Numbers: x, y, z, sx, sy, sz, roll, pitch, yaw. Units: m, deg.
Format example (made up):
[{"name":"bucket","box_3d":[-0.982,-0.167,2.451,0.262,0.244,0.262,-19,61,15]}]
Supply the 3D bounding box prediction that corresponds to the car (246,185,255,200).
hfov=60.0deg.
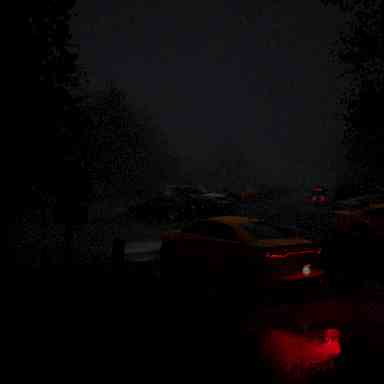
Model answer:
[{"name":"car","box_3d":[3.433,0.355,34.897,5.366,1.575,1.946,1,3,24]}]

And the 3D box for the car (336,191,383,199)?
[{"name":"car","box_3d":[9.965,1.039,16.927,4.553,1.767,2.185,1,3,24]}]

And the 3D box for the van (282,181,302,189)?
[{"name":"van","box_3d":[24.997,-1.765,82.978,4.442,1.987,1.878,1,2,24]}]

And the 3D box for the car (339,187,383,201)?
[{"name":"car","box_3d":[20.074,0.146,39.556,4.792,1.488,2.163,1,3,24]}]

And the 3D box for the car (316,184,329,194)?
[{"name":"car","box_3d":[22.386,-0.552,56.907,1.882,1.535,5.008,1,2,24]}]

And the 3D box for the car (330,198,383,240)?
[{"name":"car","box_3d":[8.802,1.283,14.420,5.008,1.535,2.097,1,3,24]}]

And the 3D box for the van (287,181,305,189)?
[{"name":"van","box_3d":[28.386,-1.977,90.565,4.442,1.987,1.878,1,1,24]}]

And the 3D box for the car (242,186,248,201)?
[{"name":"car","box_3d":[2.476,0.482,32.288,4.892,1.521,2.231,1,3,24]}]

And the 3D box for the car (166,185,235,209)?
[{"name":"car","box_3d":[0.232,0.469,27.202,5.566,2.045,2.435,1,3,24]}]

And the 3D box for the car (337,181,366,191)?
[{"name":"car","box_3d":[34.754,-1.387,72.539,5.566,2.045,2.435,1,2,24]}]

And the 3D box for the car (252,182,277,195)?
[{"name":"car","box_3d":[9.287,-0.324,47.460,4.553,1.767,2.185,1,3,24]}]

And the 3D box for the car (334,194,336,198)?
[{"name":"car","box_3d":[10.989,1.079,19.372,4.792,1.488,2.163,1,3,24]}]

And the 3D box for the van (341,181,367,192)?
[{"name":"van","box_3d":[31.498,-1.073,64.899,4.442,1.987,1.878,1,2,24]}]

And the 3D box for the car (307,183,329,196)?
[{"name":"car","box_3d":[18.188,-0.184,47.512,2.128,1.511,4.902,1,2,24]}]

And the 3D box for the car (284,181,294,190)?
[{"name":"car","box_3d":[15.879,-0.780,62.749,5.366,1.575,1.946,1,2,24]}]

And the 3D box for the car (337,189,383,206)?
[{"name":"car","box_3d":[16.636,0.483,32.004,4.792,1.488,2.163,1,3,24]}]

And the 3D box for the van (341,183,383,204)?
[{"name":"van","box_3d":[17.948,0.108,34.573,4.442,1.987,1.878,1,3,24]}]

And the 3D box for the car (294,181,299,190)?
[{"name":"car","box_3d":[19.275,-1.066,70.349,5.366,1.575,1.946,1,2,24]}]

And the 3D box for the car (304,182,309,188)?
[{"name":"car","box_3d":[26.261,-1.883,85.451,5.566,2.045,2.435,1,2,24]}]

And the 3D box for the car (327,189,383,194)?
[{"name":"car","box_3d":[13.105,0.806,24.488,5.366,1.575,1.946,1,3,24]}]

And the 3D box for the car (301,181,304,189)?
[{"name":"car","box_3d":[22.835,-1.347,77.875,5.008,1.535,2.097,1,2,24]}]

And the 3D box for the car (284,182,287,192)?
[{"name":"car","box_3d":[12.626,-0.458,55.087,4.792,1.488,2.163,1,2,24]}]

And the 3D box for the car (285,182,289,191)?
[{"name":"car","box_3d":[13.758,-0.554,57.620,4.792,1.488,2.163,1,2,24]}]

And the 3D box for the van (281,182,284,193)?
[{"name":"van","box_3d":[11.628,-0.616,52.485,4.442,1.987,1.878,1,2,24]}]

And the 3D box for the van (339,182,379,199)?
[{"name":"van","box_3d":[21.071,-0.212,42.112,4.442,1.987,1.878,1,2,24]}]

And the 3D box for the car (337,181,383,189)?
[{"name":"car","box_3d":[15.558,0.322,29.442,5.566,2.045,2.435,1,3,24]}]

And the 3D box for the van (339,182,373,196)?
[{"name":"van","box_3d":[24.457,-0.501,49.713,4.442,1.987,1.878,1,2,24]}]

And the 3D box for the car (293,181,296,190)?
[{"name":"car","box_3d":[17.186,-0.868,65.204,4.892,1.521,2.231,1,2,24]}]

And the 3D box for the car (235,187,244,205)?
[{"name":"car","box_3d":[1.508,0.600,29.682,5.366,1.575,1.946,1,3,24]}]

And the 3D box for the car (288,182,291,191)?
[{"name":"car","box_3d":[14.890,-0.649,60.154,4.792,1.488,2.163,1,2,24]}]

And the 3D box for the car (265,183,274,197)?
[{"name":"car","box_3d":[7.166,0.011,42.341,5.366,1.575,1.946,1,3,24]}]

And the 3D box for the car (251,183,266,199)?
[{"name":"car","box_3d":[5.746,0.113,40.072,5.366,1.575,1.946,1,3,24]}]

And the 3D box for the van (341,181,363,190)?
[{"name":"van","box_3d":[36.016,-1.454,75.009,4.442,1.987,1.878,1,2,24]}]

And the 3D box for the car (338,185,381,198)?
[{"name":"car","box_3d":[22.310,-0.083,44.617,5.008,1.535,2.097,1,2,24]}]

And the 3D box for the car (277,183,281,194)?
[{"name":"car","box_3d":[10.416,-0.266,49.997,4.792,1.488,2.163,1,2,24]}]

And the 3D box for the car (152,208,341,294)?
[{"name":"car","box_3d":[0.940,1.361,8.597,1.882,1.535,5.008,2,-1,-32]}]

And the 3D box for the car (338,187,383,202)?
[{"name":"car","box_3d":[18.998,0.248,37.148,4.792,1.488,2.163,1,3,24]}]

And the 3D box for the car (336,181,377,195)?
[{"name":"car","box_3d":[25.668,-0.621,52.203,5.566,2.045,2.435,1,2,24]}]

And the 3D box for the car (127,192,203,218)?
[{"name":"car","box_3d":[-2.084,0.988,22.175,4.792,1.488,2.163,1,3,24]}]

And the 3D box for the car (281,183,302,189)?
[{"name":"car","box_3d":[23.974,-1.402,80.407,4.674,1.452,2.002,1,2,24]}]

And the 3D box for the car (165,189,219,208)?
[{"name":"car","box_3d":[-0.920,0.839,24.691,5.008,1.535,2.097,1,3,24]}]

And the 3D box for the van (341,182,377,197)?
[{"name":"van","box_3d":[23.541,-0.402,47.090,4.442,1.987,1.878,1,2,24]}]
